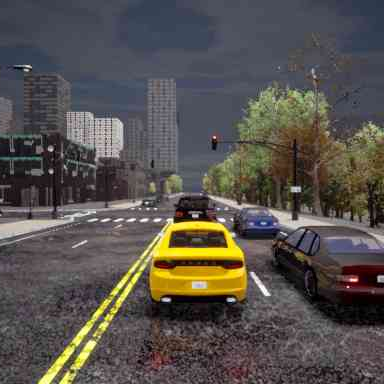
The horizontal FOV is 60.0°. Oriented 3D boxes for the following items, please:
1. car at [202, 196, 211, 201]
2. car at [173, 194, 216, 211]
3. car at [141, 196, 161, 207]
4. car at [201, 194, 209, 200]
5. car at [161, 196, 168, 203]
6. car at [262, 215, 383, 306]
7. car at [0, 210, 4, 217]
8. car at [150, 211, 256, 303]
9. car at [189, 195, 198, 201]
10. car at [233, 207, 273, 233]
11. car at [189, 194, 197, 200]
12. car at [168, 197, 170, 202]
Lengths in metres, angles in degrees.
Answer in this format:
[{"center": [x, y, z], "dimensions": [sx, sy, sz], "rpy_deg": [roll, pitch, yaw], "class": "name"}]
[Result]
[{"center": [3.515, 1.560, 81.623], "dimensions": [1.895, 1.301, 4.718], "rpy_deg": [0, 0, 0], "class": "car"}, {"center": [0.159, 1.218, 18.180], "dimensions": [2.150, 2.045, 5.566], "rpy_deg": [0, 0, 0], "class": "car"}, {"center": [-6.443, 1.478, 50.203], "dimensions": [2.128, 1.511, 4.902], "rpy_deg": [0, 0, 1], "class": "car"}, {"center": [3.548, 1.299, 91.595], "dimensions": [1.837, 1.490, 4.892], "rpy_deg": [0, 0, 0], "class": "car"}, {"center": [-6.311, 1.486, 65.993], "dimensions": [1.837, 1.490, 4.892], "rpy_deg": [0, -1, 1], "class": "car"}, {"center": [3.374, 1.546, 8.249], "dimensions": [2.033, 1.411, 5.357], "rpy_deg": [0, 0, 1], "class": "car"}, {"center": [-19.855, 1.811, 30.818], "dimensions": [4.313, 1.339, 1.947], "rpy_deg": [-1, 1, 0], "class": "car"}, {"center": [0.124, 1.476, 8.285], "dimensions": [1.882, 1.535, 5.008], "rpy_deg": [0, 0, 0], "class": "car"}, {"center": [0.263, 1.489, 81.187], "dimensions": [2.128, 1.511, 4.902], "rpy_deg": [0, 0, 0], "class": "car"}, {"center": [3.410, 1.544, 18.318], "dimensions": [2.033, 1.411, 5.357], "rpy_deg": [0, 0, 0], "class": "car"}, {"center": [0.298, 1.324, 91.605], "dimensions": [2.128, 1.511, 4.902], "rpy_deg": [0, 0, 0], "class": "car"}, {"center": [-6.249, 1.527, 77.087], "dimensions": [1.994, 1.385, 4.181], "rpy_deg": [0, 0, 0], "class": "car"}]
